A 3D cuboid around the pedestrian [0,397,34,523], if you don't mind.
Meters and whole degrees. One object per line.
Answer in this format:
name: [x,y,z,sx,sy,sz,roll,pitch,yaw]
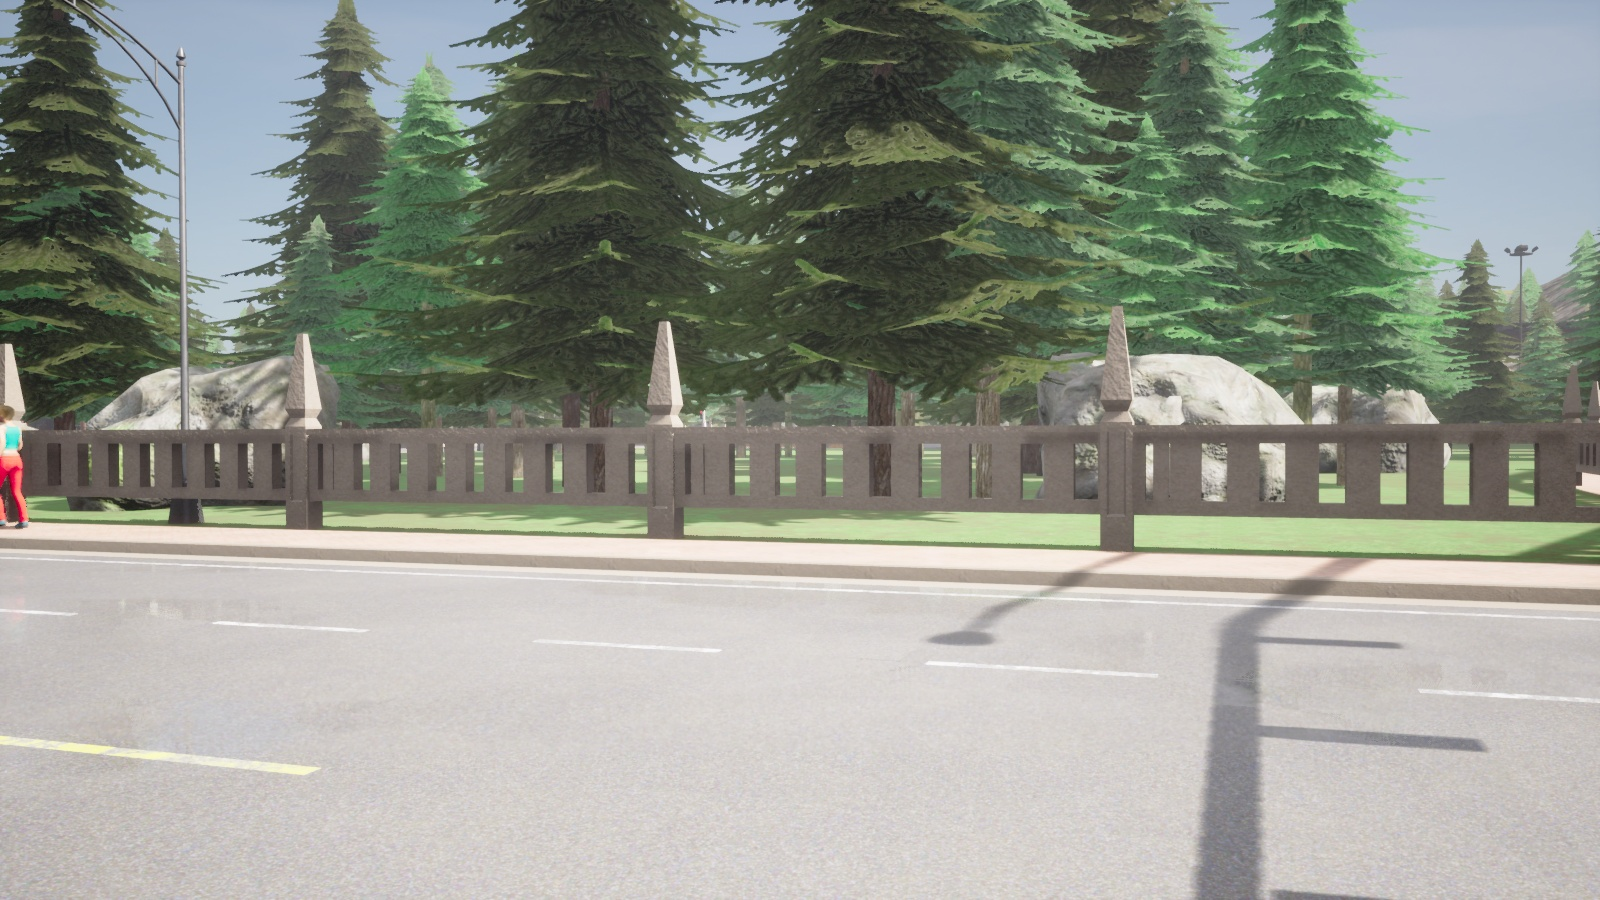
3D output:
pedestrian: [-11.711,0.144,18.553,0.594,1.836,0.345,0,1,17]
